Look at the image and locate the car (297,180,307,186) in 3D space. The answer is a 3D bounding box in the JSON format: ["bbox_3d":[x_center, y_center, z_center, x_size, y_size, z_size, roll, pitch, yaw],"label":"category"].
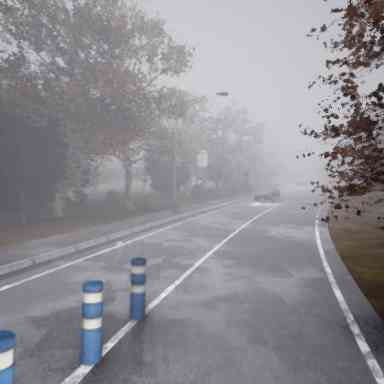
[{"bbox_3d":[23.664,-1.979,71.827,1.994,1.385,4.181,1,3,17],"label":"car"}]

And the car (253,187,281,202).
[{"bbox_3d":[7.610,0.192,33.205,2.033,1.411,5.357,0,3,25],"label":"car"}]
